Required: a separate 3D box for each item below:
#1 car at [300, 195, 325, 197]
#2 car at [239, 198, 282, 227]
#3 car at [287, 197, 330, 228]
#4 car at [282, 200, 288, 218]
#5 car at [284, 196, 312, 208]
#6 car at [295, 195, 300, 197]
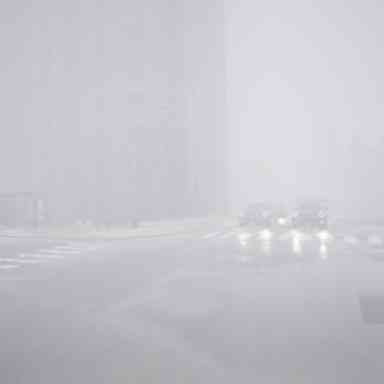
[{"bbox_3d":[11.675,1.314,31.359,2.150,2.045,5.566,-1,-1,20],"label":"car"},{"bbox_3d":[4.863,1.508,24.042,2.097,1.767,4.553,-2,-1,23],"label":"car"},{"bbox_3d":[8.017,1.421,22.520,2.097,1.767,4.553,-2,-1,23],"label":"car"},{"bbox_3d":[8.164,1.741,32.028,1.994,1.385,4.181,-2,-1,21],"label":"car"},{"bbox_3d":[16.712,1.585,52.682,2.097,1.767,4.553,-1,-1,-14],"label":"car"},{"bbox_3d":[14.313,1.378,41.733,2.150,2.045,5.566,-1,-1,4],"label":"car"}]
